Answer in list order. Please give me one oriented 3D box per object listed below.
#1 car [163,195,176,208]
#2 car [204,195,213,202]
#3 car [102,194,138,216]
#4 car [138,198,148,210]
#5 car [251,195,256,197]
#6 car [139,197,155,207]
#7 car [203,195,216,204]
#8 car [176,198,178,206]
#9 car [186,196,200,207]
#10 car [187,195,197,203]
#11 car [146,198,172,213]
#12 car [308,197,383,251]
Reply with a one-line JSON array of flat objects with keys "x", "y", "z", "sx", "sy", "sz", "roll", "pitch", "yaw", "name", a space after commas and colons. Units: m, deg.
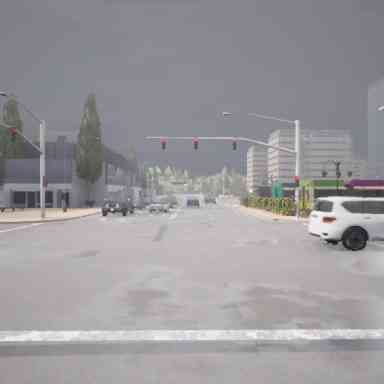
[{"x": -3.564, "y": 1.505, "z": 46.061, "sx": 1.837, "sy": 1.490, "sz": 4.892, "roll": 0, "pitch": 0, "yaw": 0, "name": "car"}, {"x": 3.555, "y": 1.397, "z": 73.893, "sx": 1.812, "sy": 1.442, "sz": 4.674, "roll": 0, "pitch": 0, "yaw": 0, "name": "car"}, {"x": -7.089, "y": 1.221, "z": 32.408, "sx": 2.150, "sy": 2.045, "sz": 5.566, "roll": 0, "pitch": 0, "yaw": 1, "name": "car"}, {"x": -7.068, "y": 1.491, "z": 42.296, "sx": 2.128, "sy": 1.511, "sz": 4.902, "roll": 0, "pitch": 0, "yaw": 0, "name": "car"}, {"x": 17.833, "y": 1.153, "z": 86.775, "sx": 4.605, "sy": 1.855, "sz": 1.932, "roll": 0, "pitch": 0, "yaw": -1, "name": "car"}, {"x": -7.051, "y": 1.564, "z": 52.253, "sx": 1.994, "sy": 1.385, "sz": 4.181, "roll": 0, "pitch": 0, "yaw": 0, "name": "car"}, {"x": 3.547, "y": 1.491, "z": 63.618, "sx": 2.128, "sy": 1.511, "sz": 4.902, "roll": 0, "pitch": 0, "yaw": 0, "name": "car"}, {"x": -3.542, "y": 1.352, "z": 55.925, "sx": 2.097, "sy": 1.767, "sz": 4.553, "roll": 0, "pitch": 0, "yaw": 0, "name": "car"}, {"x": 0.150, "y": 1.477, "z": 51.196, "sx": 1.882, "sy": 1.535, "sz": 5.008, "roll": 0, "pitch": 0, "yaw": 0, "name": "car"}, {"x": 0.056, "y": 1.525, "z": 74.191, "sx": 2.128, "sy": 1.511, "sz": 4.902, "roll": 0, "pitch": 0, "yaw": 0, "name": "car"}, {"x": -3.573, "y": 1.601, "z": 36.747, "sx": 1.895, "sy": 1.301, "sz": 4.718, "roll": 0, "pitch": 0, "yaw": 0, "name": "car"}, {"x": 7.654, "y": 1.221, "z": 13.582, "sx": 5.566, "sy": 2.045, "sz": 2.150, "roll": 0, "pitch": 0, "yaw": -1, "name": "car"}]
